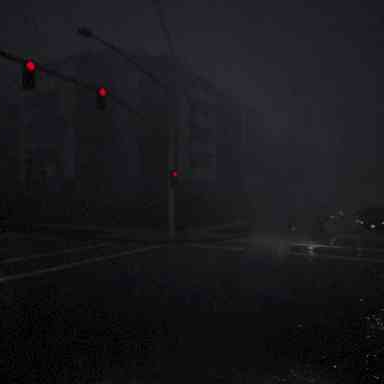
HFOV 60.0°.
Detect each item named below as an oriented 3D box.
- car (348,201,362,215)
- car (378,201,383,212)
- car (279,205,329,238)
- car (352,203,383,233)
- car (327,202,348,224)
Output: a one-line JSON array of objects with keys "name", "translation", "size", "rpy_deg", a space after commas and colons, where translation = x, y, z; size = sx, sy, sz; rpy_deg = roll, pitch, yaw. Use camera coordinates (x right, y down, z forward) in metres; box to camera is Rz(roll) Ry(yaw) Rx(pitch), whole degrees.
[{"name": "car", "translation": [17.527, 1.811, 35.971], "size": [1.837, 1.490, 4.892], "rpy_deg": [-1, 0, 43]}, {"name": "car", "translation": [26.686, 1.874, 43.945], "size": [4.674, 1.442, 1.812], "rpy_deg": [0, -1, -34]}, {"name": "car", "translation": [6.450, 1.706, 19.217], "size": [1.812, 1.442, 4.674], "rpy_deg": [-1, -1, 30]}, {"name": "car", "translation": [11.292, 1.676, 20.637], "size": [1.837, 1.490, 4.892], "rpy_deg": [-1, -1, 30]}, {"name": "car", "translation": [11.251, 1.795, 27.519], "size": [2.033, 1.411, 5.357], "rpy_deg": [-1, -1, 31]}]
